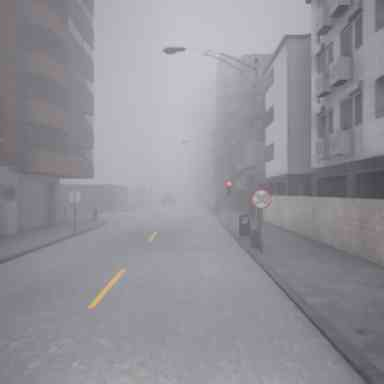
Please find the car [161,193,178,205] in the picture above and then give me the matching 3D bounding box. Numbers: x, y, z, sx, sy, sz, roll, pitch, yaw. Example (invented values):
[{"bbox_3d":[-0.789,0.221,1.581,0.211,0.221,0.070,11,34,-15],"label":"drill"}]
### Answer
[{"bbox_3d":[-4.076,1.277,58.404,2.150,2.045,5.566,0,0,0],"label":"car"}]
